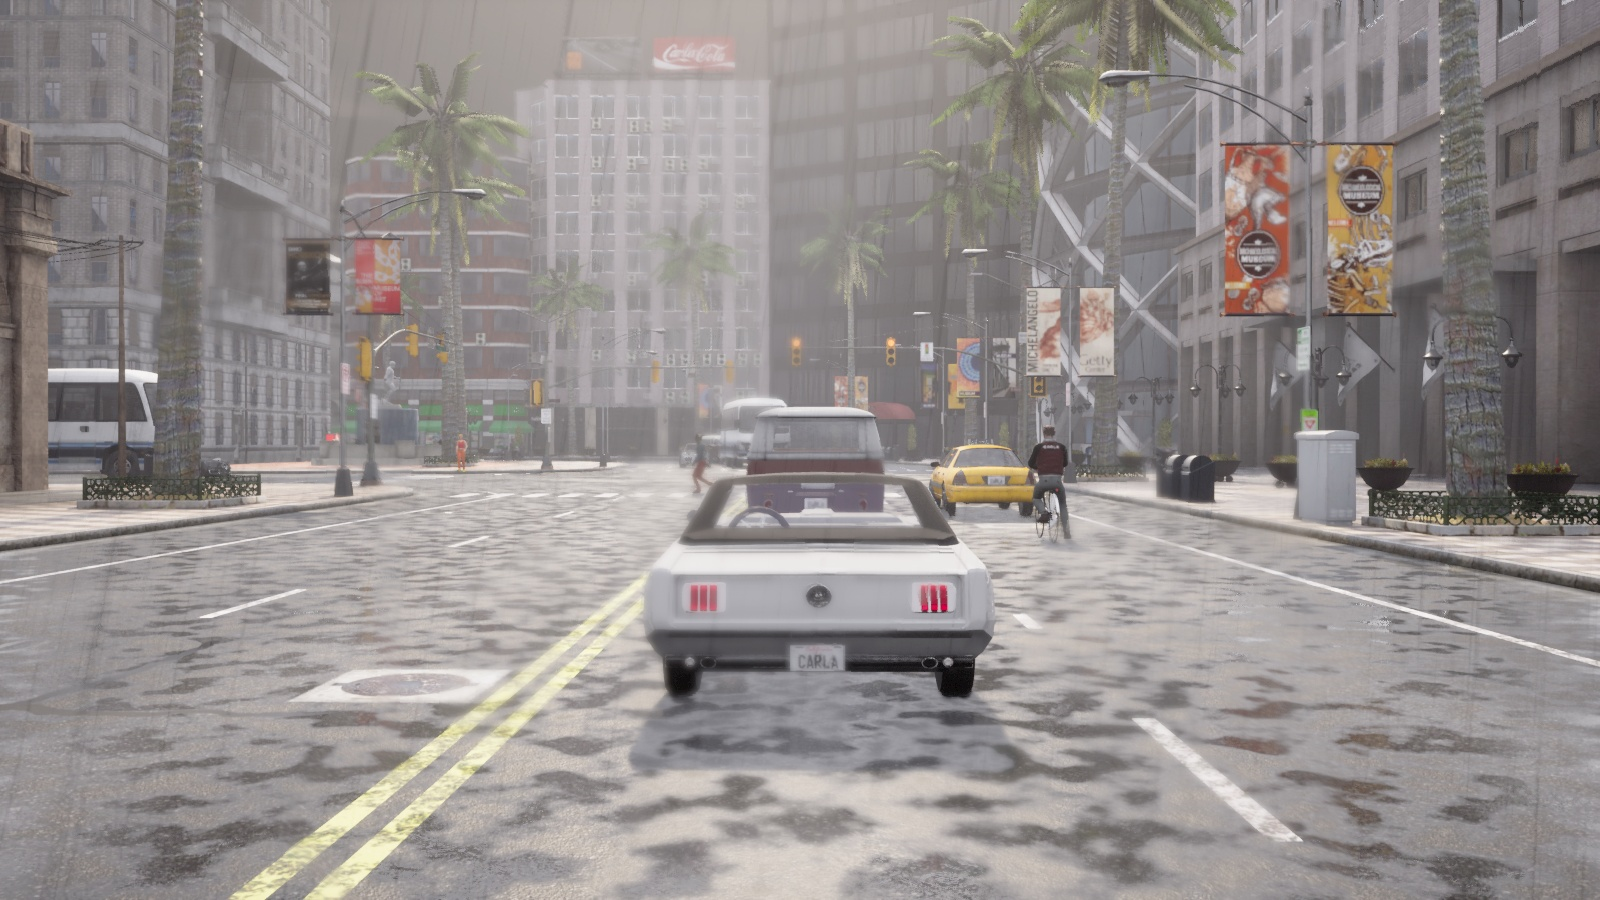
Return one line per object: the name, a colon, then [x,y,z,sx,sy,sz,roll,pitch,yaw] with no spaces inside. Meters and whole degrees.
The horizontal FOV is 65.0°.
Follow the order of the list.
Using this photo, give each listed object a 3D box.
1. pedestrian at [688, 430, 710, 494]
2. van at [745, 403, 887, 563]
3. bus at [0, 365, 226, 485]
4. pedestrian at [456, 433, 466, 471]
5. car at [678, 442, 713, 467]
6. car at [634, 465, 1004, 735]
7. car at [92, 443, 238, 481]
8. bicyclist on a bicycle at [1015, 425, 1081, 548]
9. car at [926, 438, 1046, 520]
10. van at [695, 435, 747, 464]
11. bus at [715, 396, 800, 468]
pedestrian: [-2.932,0.344,36.446,0.614,1.847,0.353,0,0,0]
van: [0.224,0.399,17.841,1.775,1.987,4.442,0,0,1]
bus: [-27.301,-0.914,46.485,10.273,4.253,3.944,0,0,0]
pedestrian: [-16.385,0.095,60.680,0.345,1.836,0.594,0,0,0]
car: [-6.275,0.279,75.854,1.970,1.475,3.806,0,0,-3]
car: [0.125,0.797,8.803,1.895,1.301,4.718,0,0,1]
car: [-25.251,0.449,49.998,4.892,1.490,1.837,0,0,1]
bicyclist on a bicycle: [3.738,0.512,19.057,0.659,1.776,1.843,0,1,1]
car: [3.818,0.538,26.653,1.801,1.575,5.366,0,0,1]
van: [-5.636,-0.038,89.100,2.069,2.038,4.480,0,0,-26]
bus: [-2.826,-1.077,78.842,3.944,4.253,10.273,0,0,-10]
